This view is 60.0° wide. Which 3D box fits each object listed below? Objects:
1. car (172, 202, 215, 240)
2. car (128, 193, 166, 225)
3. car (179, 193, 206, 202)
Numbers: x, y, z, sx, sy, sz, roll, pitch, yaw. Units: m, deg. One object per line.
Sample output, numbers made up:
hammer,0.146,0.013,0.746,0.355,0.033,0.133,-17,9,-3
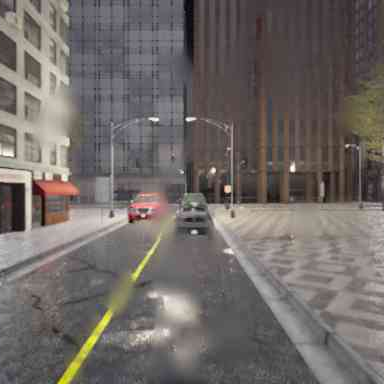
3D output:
car,0.098,1.446,16.502,1.837,1.490,4.892,0,0,0
car,-3.084,1.136,23.840,2.150,2.045,5.566,0,0,0
car,0.077,1.119,28.617,2.150,2.045,5.566,0,0,-3
